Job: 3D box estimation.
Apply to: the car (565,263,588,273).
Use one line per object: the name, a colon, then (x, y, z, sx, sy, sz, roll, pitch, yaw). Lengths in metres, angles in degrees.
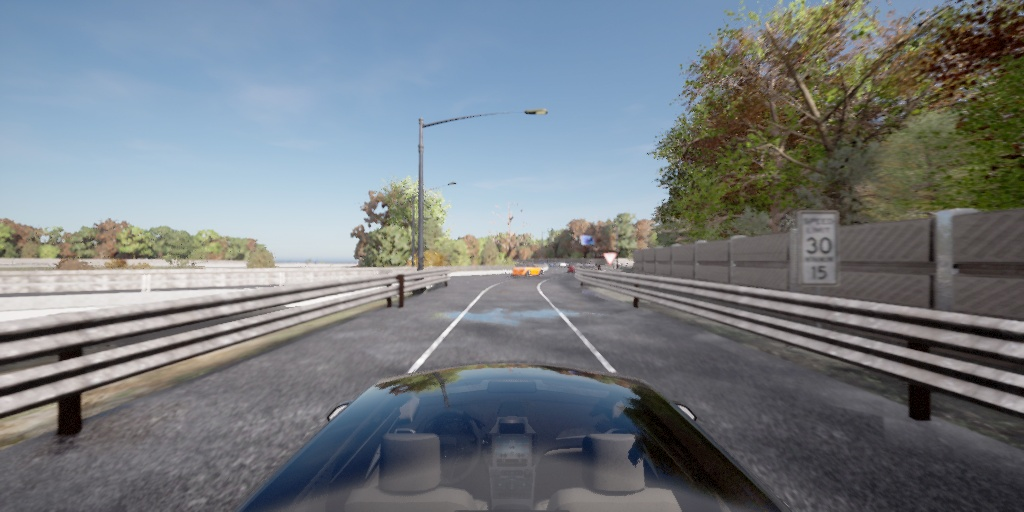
car: (10.804, 1.934, 59.538, 2.097, 1.767, 4.553, -1, -1, 25)

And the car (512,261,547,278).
car: (1.931, 1.675, 43.688, 2.097, 1.767, 4.553, -1, -1, 34)
